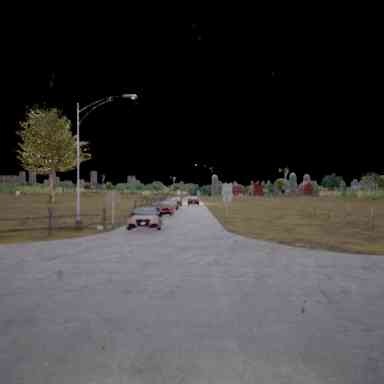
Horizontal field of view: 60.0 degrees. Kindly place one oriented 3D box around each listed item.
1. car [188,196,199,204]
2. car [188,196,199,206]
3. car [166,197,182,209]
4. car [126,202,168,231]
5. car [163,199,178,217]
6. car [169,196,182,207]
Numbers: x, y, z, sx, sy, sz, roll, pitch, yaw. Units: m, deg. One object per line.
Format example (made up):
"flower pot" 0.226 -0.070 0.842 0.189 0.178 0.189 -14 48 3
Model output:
"car" 0.297 1.579 65.851 1.994 1.385 4.181 0 0 0
"car" 0.250 1.480 55.428 1.882 1.535 5.008 0 0 0
"car" -2.642 1.485 43.142 2.128 1.511 4.902 0 0 1
"car" -2.765 1.558 20.417 1.994 1.385 4.181 0 0 -1
"car" -2.695 1.592 31.612 1.895 1.301 4.718 0 0 0
"car" -2.567 1.478 53.247 1.882 1.535 5.008 0 0 0
